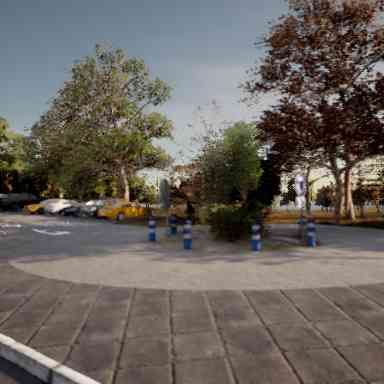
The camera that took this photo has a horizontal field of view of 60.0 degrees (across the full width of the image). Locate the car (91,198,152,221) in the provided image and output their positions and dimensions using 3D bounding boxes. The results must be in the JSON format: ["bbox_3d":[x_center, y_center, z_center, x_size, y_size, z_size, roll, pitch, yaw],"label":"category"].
[{"bbox_3d":[-5.484,1.533,27.871,2.097,1.535,5.008,1,0,36],"label":"car"}]

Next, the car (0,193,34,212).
[{"bbox_3d":[-18.809,1.105,37.590,2.435,2.045,5.566,1,0,36],"label":"car"}]

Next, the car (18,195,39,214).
[{"bbox_3d":[-14.455,1.413,34.163,1.946,1.575,5.366,1,0,36],"label":"car"}]

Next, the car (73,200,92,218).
[{"bbox_3d":[-7.703,1.378,29.528,2.185,1.767,4.553,1,0,36],"label":"car"}]

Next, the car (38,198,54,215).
[{"bbox_3d":[-12.107,1.486,32.684,2.002,1.452,4.674,1,0,36],"label":"car"}]

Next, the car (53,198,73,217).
[{"bbox_3d":[-9.881,1.505,31.034,2.163,1.488,4.792,1,0,36],"label":"car"}]
